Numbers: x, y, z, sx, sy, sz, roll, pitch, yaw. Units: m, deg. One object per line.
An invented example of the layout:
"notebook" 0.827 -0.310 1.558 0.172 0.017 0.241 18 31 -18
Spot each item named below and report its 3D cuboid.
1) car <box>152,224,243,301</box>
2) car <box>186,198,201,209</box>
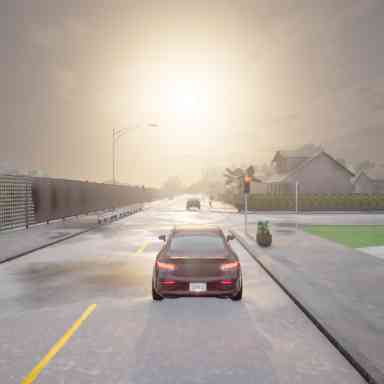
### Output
"car" 0.110 1.526 8.217 1.812 1.442 4.674 0 0 0
"car" 0.192 1.505 44.114 1.837 1.490 4.892 0 0 0
